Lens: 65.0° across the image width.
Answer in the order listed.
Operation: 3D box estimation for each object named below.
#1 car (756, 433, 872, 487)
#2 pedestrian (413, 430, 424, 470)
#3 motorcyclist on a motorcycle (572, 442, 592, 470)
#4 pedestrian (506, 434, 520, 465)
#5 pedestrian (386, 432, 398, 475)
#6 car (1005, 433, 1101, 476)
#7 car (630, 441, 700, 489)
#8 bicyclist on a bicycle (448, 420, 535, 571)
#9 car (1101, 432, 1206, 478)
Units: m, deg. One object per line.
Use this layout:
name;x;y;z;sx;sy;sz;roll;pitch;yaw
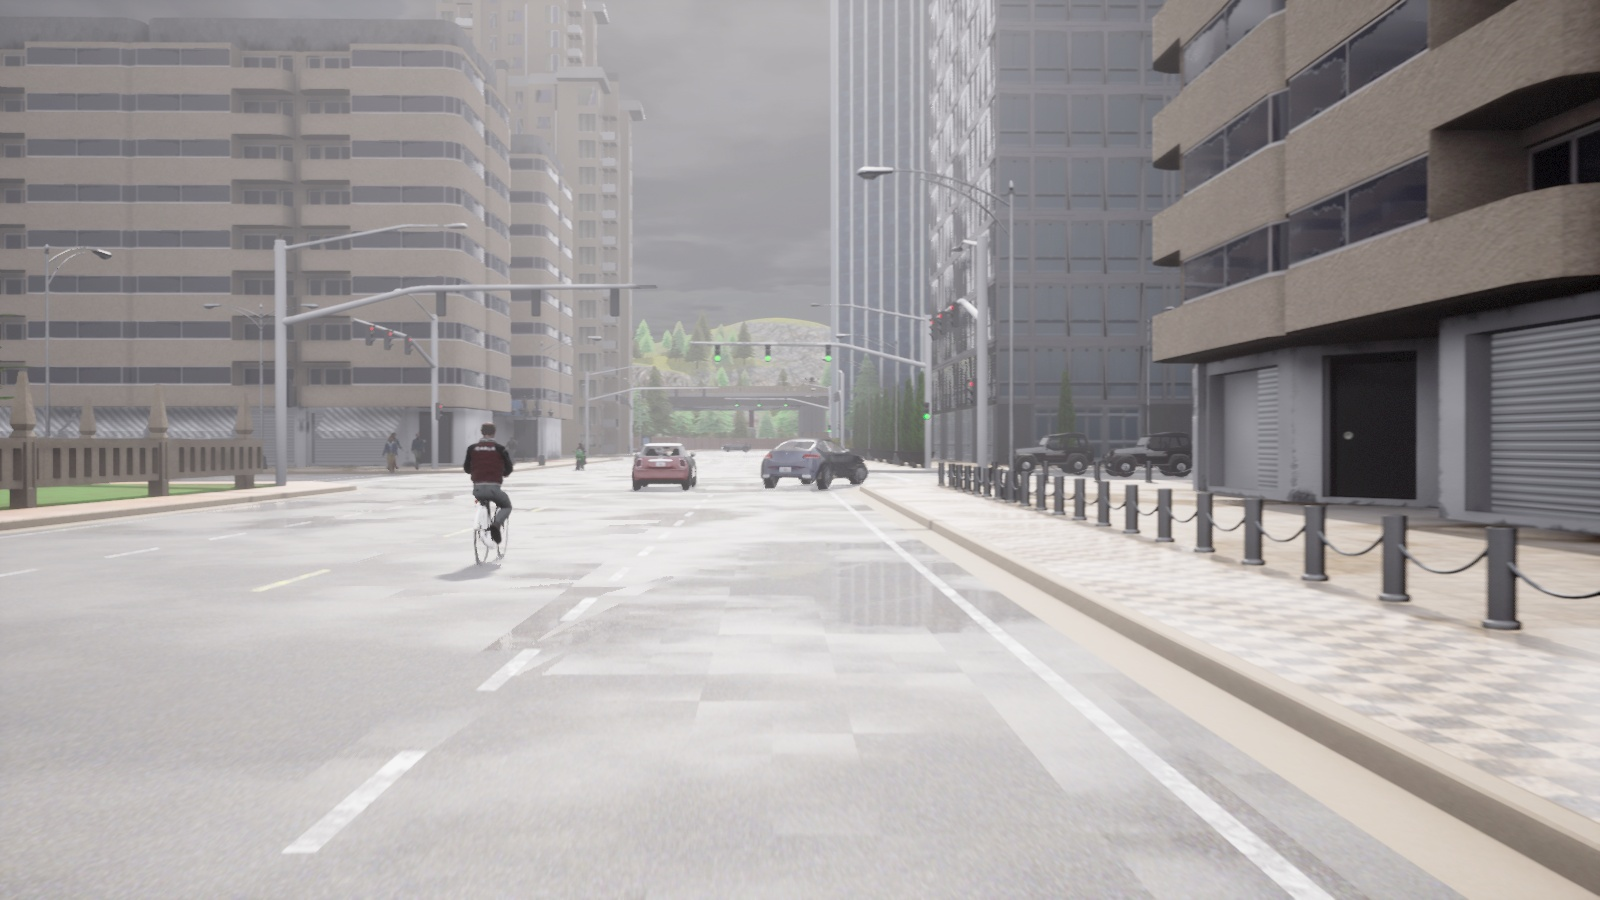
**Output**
car;0.559;0.261;41.686;2.152;1.651;5.027;0;1;22
pedestrian;-18.035;-0.004;59.361;0.402;1.842;0.726;0;0;-22
motorcyclist on a motorcycle;-11.955;0.335;68.813;0.797;1.523;2.044;0;0;-1
pedestrian;-17.135;-0.025;75.044;0.563;1.883;0.849;0;0;9
pedestrian;-18.671;0.153;57.458;0.423;1.949;0.788;0;0;-10
car;11.249;0.175;55.929;3.866;1.878;1.905;0;0;-1
car;-4.360;0.455;41.080;1.970;1.475;3.806;0;1;-1
bicyclist on a bicycle;-3.815;0.527;15.647;0.659;1.776;1.843;0;1;-1
car;14.730;0.196;52.483;3.866;1.878;1.905;0;0;-1
